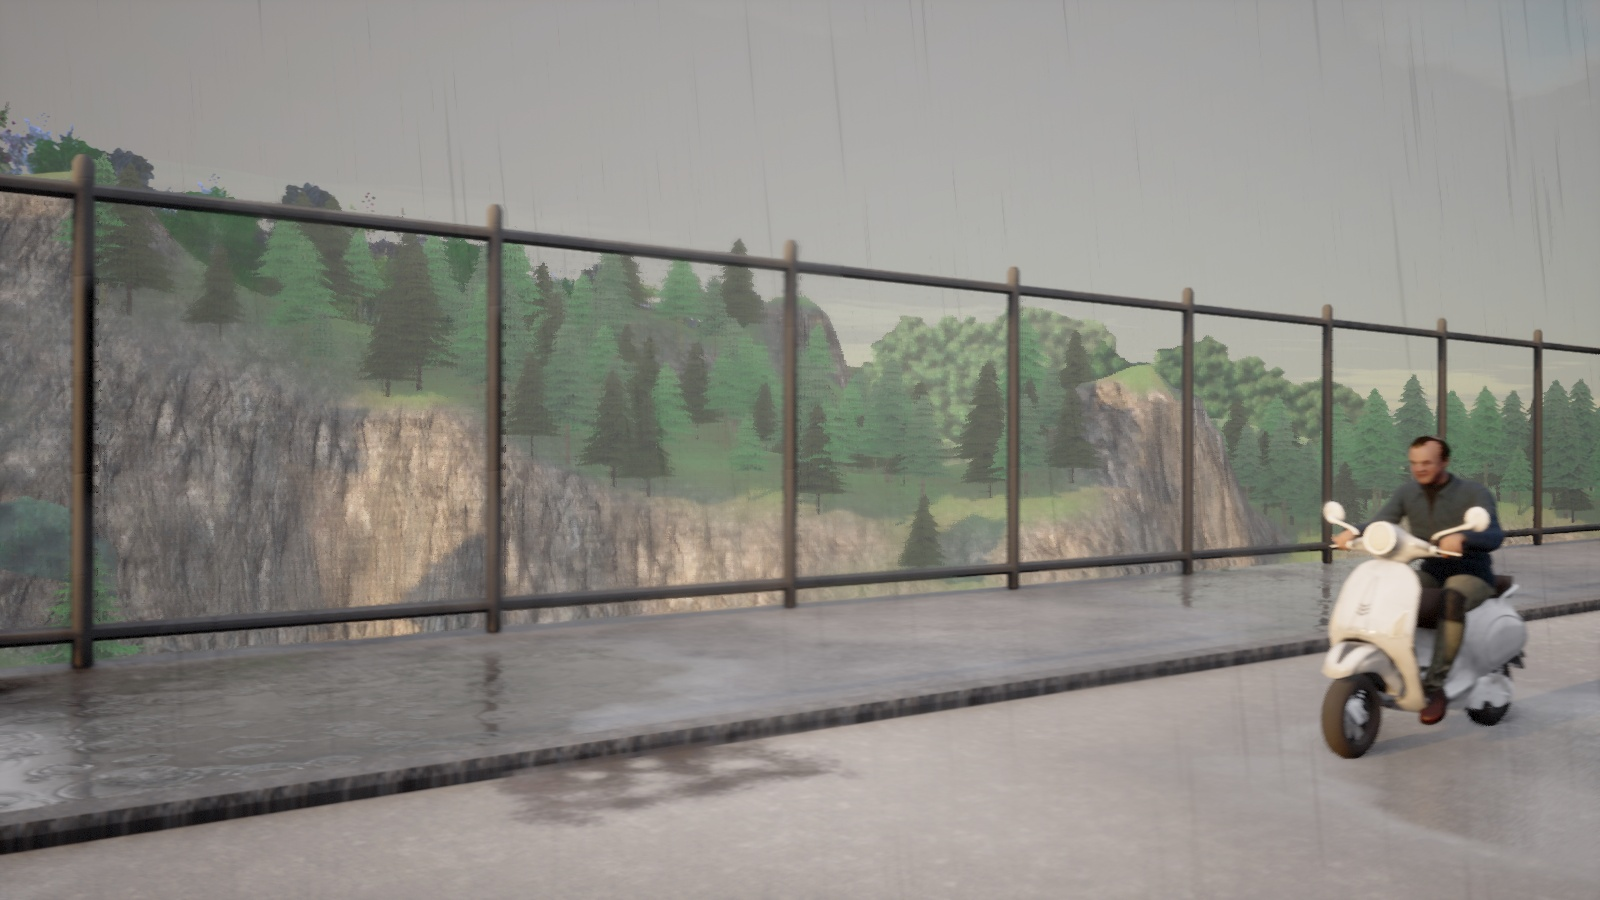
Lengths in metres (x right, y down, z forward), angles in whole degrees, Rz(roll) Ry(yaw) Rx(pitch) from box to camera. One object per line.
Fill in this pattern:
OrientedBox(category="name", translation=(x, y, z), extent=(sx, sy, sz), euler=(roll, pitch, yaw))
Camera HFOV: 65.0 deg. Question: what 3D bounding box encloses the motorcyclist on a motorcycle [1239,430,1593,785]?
OrientedBox(category="motorcyclist on a motorcycle", translation=(3.212, 0.707, 6.504), extent=(1.817, 1.590, 0.866), euler=(0, 0, -35))
